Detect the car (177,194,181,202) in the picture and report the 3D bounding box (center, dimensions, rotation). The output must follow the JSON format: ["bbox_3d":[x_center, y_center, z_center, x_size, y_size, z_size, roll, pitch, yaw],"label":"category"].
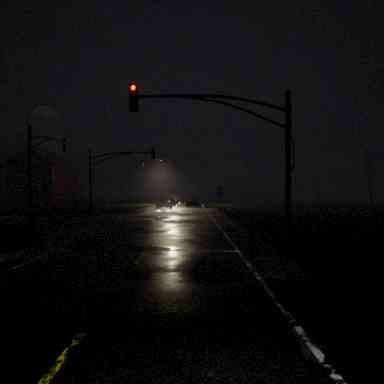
[{"bbox_3d":[-3.562,1.416,62.482,1.882,1.535,5.008,0,0,1],"label":"car"}]

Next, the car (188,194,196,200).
[{"bbox_3d":[-0.004,1.387,86.362,1.837,1.490,4.892,0,0,0],"label":"car"}]

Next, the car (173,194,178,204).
[{"bbox_3d":[-3.581,1.479,53.131,1.812,1.442,4.674,0,0,0],"label":"car"}]

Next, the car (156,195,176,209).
[{"bbox_3d":[-3.591,1.530,44.470,1.994,1.385,4.181,0,0,0],"label":"car"}]

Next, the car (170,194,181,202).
[{"bbox_3d":[-3.501,1.266,72.458,2.097,1.767,4.553,0,0,0],"label":"car"}]

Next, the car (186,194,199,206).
[{"bbox_3d":[0.085,1.516,54.711,1.994,1.385,4.181,0,0,0],"label":"car"}]
